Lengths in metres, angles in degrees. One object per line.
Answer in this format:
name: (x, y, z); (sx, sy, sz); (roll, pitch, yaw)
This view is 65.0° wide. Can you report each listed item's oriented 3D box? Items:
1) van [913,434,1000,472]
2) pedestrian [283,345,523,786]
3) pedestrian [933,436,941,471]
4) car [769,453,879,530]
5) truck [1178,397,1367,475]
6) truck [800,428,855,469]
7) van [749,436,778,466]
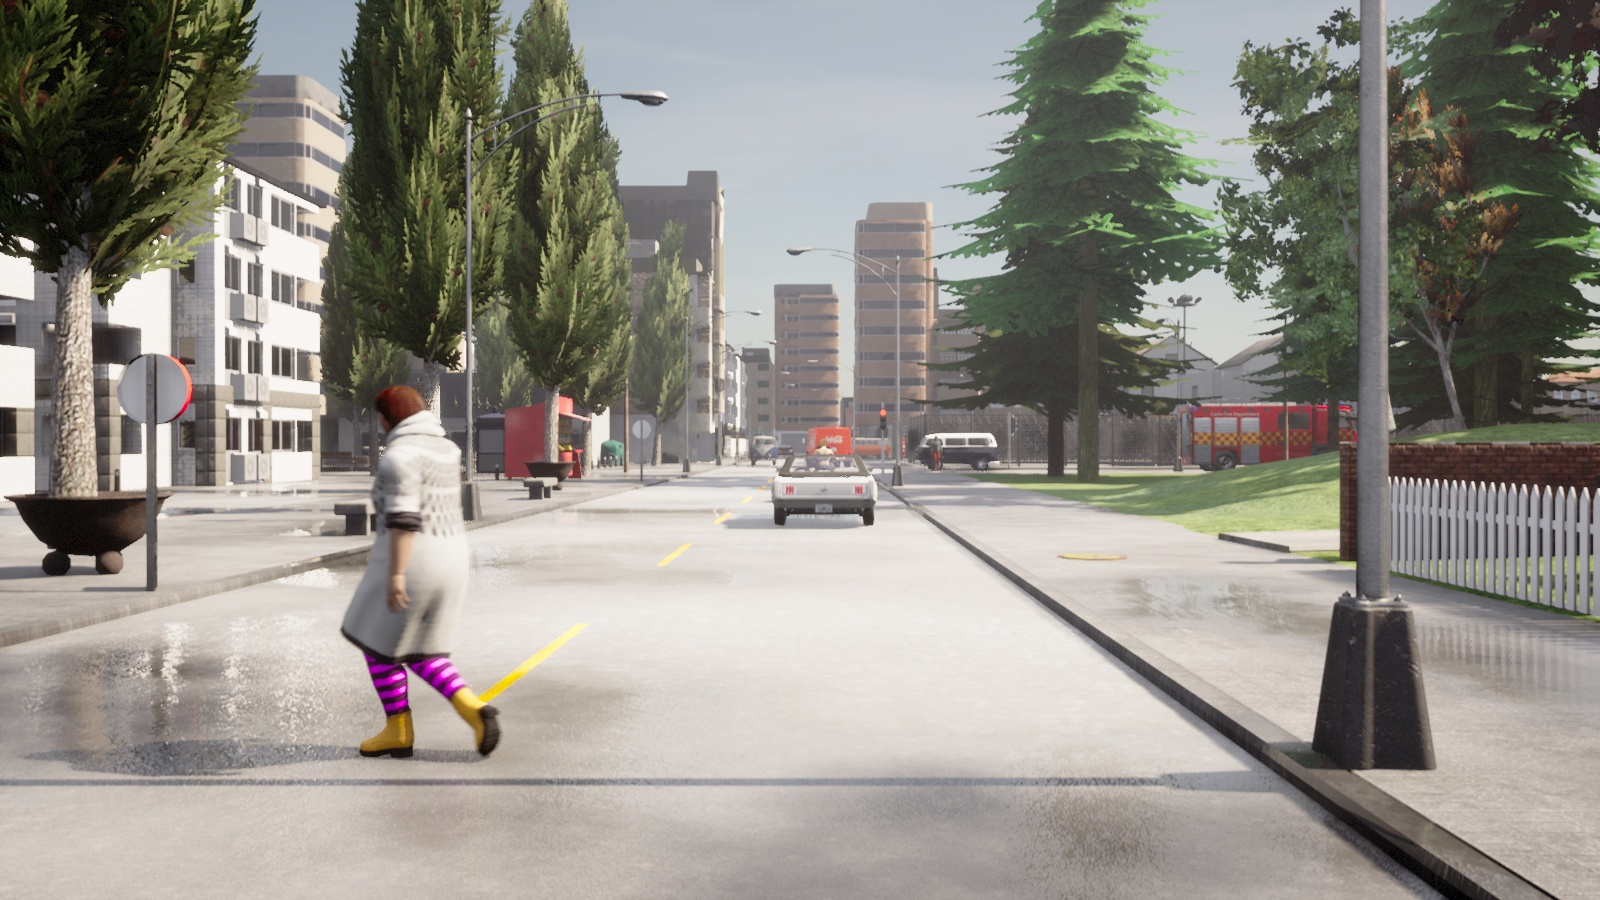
van: (8.418, 0.148, 68.031); (4.480, 2.038, 2.069); (0, 0, 1)
pedestrian: (-1.876, 0.510, 5.991); (0.873, 1.952, 0.659); (0, 0, 16)
pedestrian: (7.106, 0.188, 65.312); (0.353, 1.847, 0.614); (0, 0, 1)
car: (0.462, 0.731, 24.145); (1.895, 1.301, 4.718); (0, 0, 1)
truck: (23.867, -0.706, 63.743); (8.468, 3.827, 2.891); (0, 0, 1)
truck: (1.657, -0.118, 78.360); (2.627, 2.467, 5.204); (0, 0, -8)
van: (-2.480, 0.080, 86.184); (1.775, 1.987, 4.442); (0, 0, 1)
